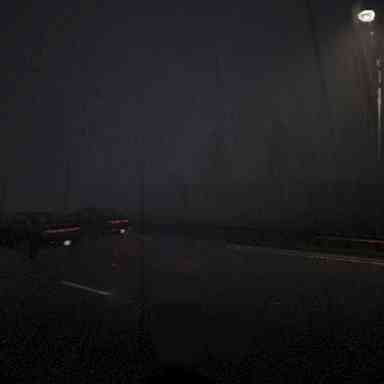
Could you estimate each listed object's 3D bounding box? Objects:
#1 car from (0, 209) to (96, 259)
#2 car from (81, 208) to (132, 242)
[{"bbox_3d":[-6.189,1.509,12.681,4.902,1.511,2.128,0,0,36],"label":"car"},{"bbox_3d":[-5.042,1.510,16.168,4.902,1.511,2.128,0,0,36],"label":"car"}]
